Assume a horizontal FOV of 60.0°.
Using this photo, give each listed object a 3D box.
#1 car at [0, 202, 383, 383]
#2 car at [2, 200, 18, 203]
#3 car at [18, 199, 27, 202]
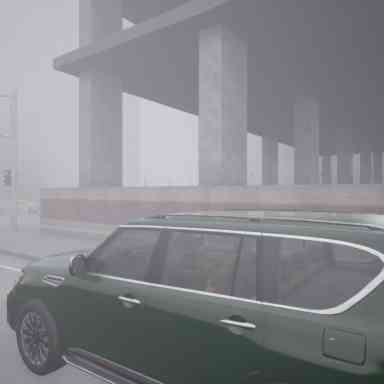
[{"bbox_3d":[0.098,1.221,3.915,5.566,2.045,2.150,0,0,36],"label":"car"},{"bbox_3d":[-18.343,1.533,33.797,1.882,1.535,5.008,0,0,36],"label":"car"},{"bbox_3d":[-14.293,1.547,33.442,2.128,1.511,4.902,0,0,36],"label":"car"}]
